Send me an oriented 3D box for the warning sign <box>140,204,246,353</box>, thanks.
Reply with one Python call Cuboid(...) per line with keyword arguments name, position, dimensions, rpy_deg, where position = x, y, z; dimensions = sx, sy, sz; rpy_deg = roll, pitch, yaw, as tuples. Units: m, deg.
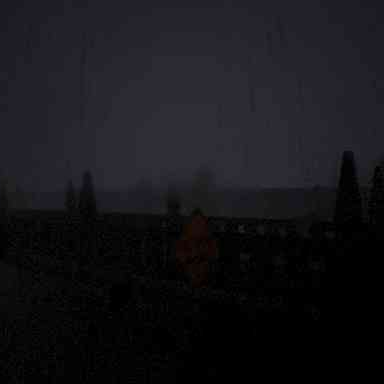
Cuboid(name="warning sign", position=(0.052, 1.142, 5.122), dimensions=(1.060, 1.860, 1.300), rpy_deg=(-1, 0, 35))
